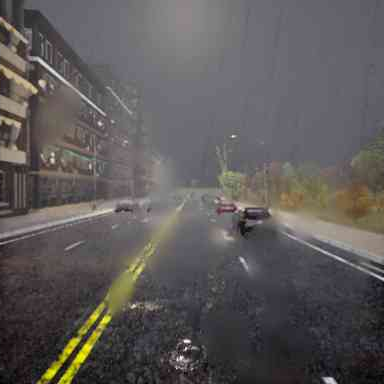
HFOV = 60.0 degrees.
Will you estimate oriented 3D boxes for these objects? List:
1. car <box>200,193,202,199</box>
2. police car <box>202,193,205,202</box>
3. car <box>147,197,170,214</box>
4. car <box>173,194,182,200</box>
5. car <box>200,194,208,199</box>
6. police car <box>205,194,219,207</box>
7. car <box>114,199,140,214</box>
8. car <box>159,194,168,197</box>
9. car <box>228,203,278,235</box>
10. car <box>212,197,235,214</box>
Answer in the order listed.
[{"bbox_3d":[3.278,1.290,69.131,2.163,1.488,4.792,0,0,0],"label":"car"},{"bbox_3d":[3.274,1.325,58.101,2.038,1.542,4.974,0,0,0],"label":"police car"},{"bbox_3d":[-3.325,1.458,33.814,1.994,1.385,4.181,0,0,0],"label":"car"},{"bbox_3d":[-3.220,1.060,74.367,2.033,1.411,5.357,0,0,0],"label":"car"},{"bbox_3d":[3.287,1.210,91.102,2.128,1.511,4.902,0,0,0],"label":"car"},{"bbox_3d":[3.269,1.359,47.101,2.038,1.542,4.974,0,0,0],"label":"police car"},{"bbox_3d":[-6.576,1.441,34.444,2.033,1.411,5.357,0,0,0],"label":"car"},{"bbox_3d":[-6.469,1.168,76.239,1.812,1.442,4.674,0,0,0],"label":"car"},{"bbox_3d":[3.358,1.505,18.339,1.994,1.385,4.181,0,0,0],"label":"car"},{"bbox_3d":[3.365,1.460,33.340,1.994,1.385,4.181,0,0,0],"label":"car"}]
